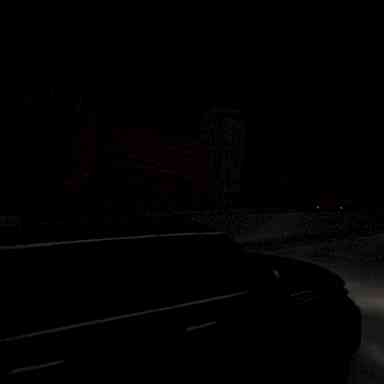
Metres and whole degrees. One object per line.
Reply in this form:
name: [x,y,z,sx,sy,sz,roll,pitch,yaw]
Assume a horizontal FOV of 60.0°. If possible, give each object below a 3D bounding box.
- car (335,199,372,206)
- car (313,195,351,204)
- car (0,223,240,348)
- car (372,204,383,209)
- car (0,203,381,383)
car: [16.698,1.667,33.083,4.718,1.301,1.895,1,-1,-35]
car: [15.446,1.304,36.487,5.566,2.045,2.150,1,-1,-35]
car: [-1.690,1.550,6.839,5.357,1.411,2.033,0,0,-35]
car: [19.191,1.625,30.564,5.357,1.411,2.033,1,-1,-35]
car: [-0.621,1.223,3.302,5.566,2.045,2.150,0,0,-35]
